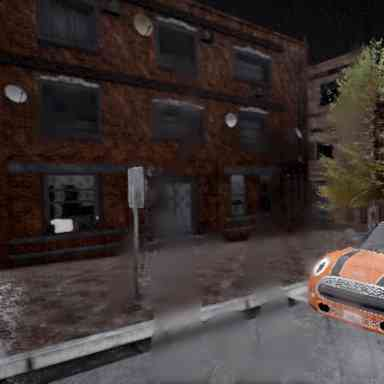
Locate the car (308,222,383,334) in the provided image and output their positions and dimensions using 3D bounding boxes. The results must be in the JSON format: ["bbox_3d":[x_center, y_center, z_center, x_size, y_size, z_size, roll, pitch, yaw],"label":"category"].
[{"bbox_3d":[4.321,1.348,6.460,4.553,1.767,2.097,0,0,-35],"label":"car"}]
